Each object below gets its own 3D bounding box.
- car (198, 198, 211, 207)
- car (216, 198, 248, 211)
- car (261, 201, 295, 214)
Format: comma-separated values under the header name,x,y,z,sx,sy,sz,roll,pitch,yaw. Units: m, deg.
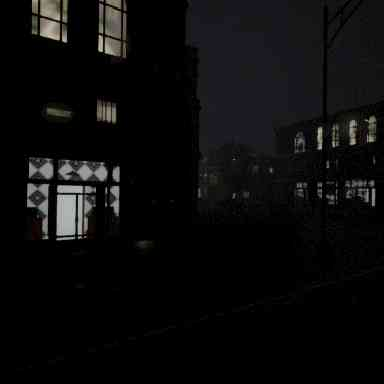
name,x,y,z,sx,sy,sz,roll,pitch,yaw
car,1.327,1.619,52.106,1.887,1.381,4.507,1,-1,-27
car,4.689,1.509,40.254,1.882,1.535,5.008,1,-1,-27
car,9.404,1.622,36.629,2.008,1.369,4.403,1,-1,-27
